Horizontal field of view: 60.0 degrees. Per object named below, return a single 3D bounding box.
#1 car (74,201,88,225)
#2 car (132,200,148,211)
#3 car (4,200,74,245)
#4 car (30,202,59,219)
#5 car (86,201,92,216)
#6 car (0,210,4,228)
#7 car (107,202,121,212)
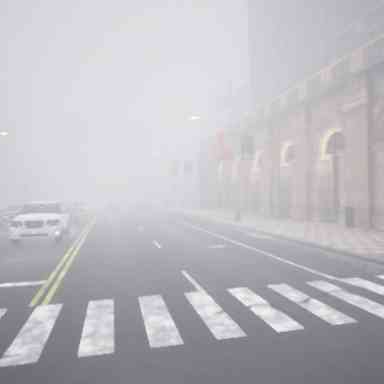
[{"bbox_3d":[-10.070,1.816,27.159,2.128,1.511,4.902,-1,0,-13],"label":"car"},{"bbox_3d":[-7.307,1.899,46.481,1.812,1.442,4.674,-1,0,-13],"label":"car"},{"bbox_3d":[-7.708,1.452,17.383,2.150,2.045,5.566,-1,0,-15],"label":"car"},{"bbox_3d":[-15.636,1.947,35.563,1.882,1.535,5.008,-1,0,-13],"label":"car"},{"bbox_3d":[-12.407,1.770,37.154,2.097,1.767,4.553,-1,0,-13],"label":"car"},{"bbox_3d":[-13.257,1.726,25.417,2.097,1.767,4.553,-1,0,-13],"label":"car"},{"bbox_3d":[-10.729,2.033,45.756,1.895,1.301,4.718,-1,0,-13],"label":"car"}]
